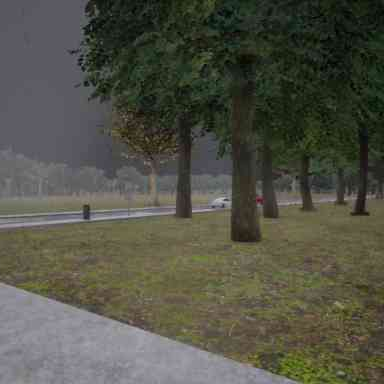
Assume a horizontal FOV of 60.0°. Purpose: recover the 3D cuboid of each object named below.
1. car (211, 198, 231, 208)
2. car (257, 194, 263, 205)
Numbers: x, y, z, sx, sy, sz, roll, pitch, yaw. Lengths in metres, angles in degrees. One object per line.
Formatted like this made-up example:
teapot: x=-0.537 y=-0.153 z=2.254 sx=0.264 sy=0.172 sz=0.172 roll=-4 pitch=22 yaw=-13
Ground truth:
car: x=4.461 y=1.573 z=47.783 sx=1.812 sy=1.442 sz=4.674 roll=0 pitch=0 yaw=36
car: x=10.233 y=1.272 z=55.824 sx=2.150 sy=2.045 sz=5.566 roll=0 pitch=0 yaw=36
